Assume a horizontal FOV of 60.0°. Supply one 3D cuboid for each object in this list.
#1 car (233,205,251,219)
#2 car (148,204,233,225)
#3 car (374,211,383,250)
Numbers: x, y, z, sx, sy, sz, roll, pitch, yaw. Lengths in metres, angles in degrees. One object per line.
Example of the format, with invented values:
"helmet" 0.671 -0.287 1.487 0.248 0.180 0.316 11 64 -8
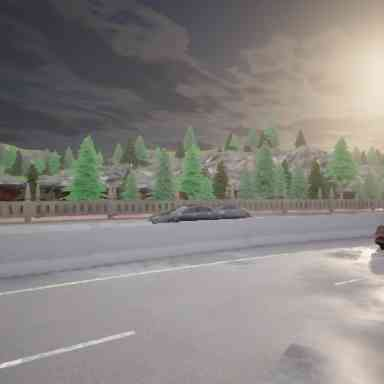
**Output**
"car" 2.386 1.605 25.267 4.181 1.385 1.994 0 0 -26
"car" -0.211 1.529 20.000 4.892 1.490 1.837 0 0 -28
"car" 9.026 1.540 12.759 4.674 1.442 1.812 0 0 -27
